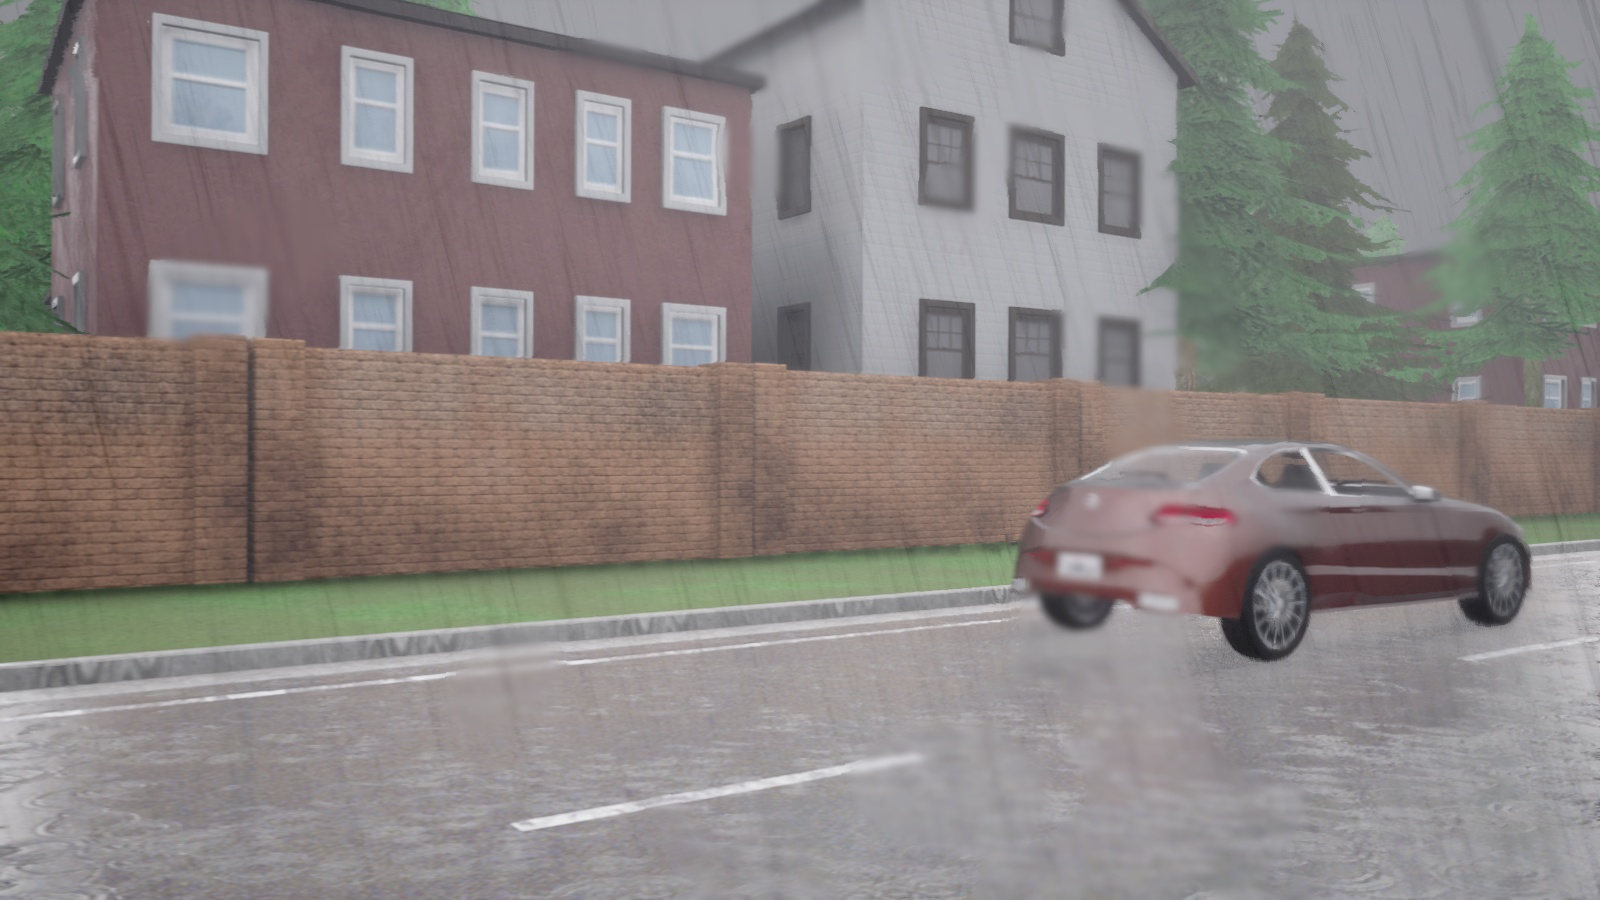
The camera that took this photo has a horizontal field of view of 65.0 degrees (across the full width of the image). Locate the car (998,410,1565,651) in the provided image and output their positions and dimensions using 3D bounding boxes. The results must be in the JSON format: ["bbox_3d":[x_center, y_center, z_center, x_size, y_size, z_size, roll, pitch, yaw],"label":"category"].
[{"bbox_3d":[4.315,0.559,10.927,5.027,1.651,2.152,0,0,-35],"label":"car"}]
